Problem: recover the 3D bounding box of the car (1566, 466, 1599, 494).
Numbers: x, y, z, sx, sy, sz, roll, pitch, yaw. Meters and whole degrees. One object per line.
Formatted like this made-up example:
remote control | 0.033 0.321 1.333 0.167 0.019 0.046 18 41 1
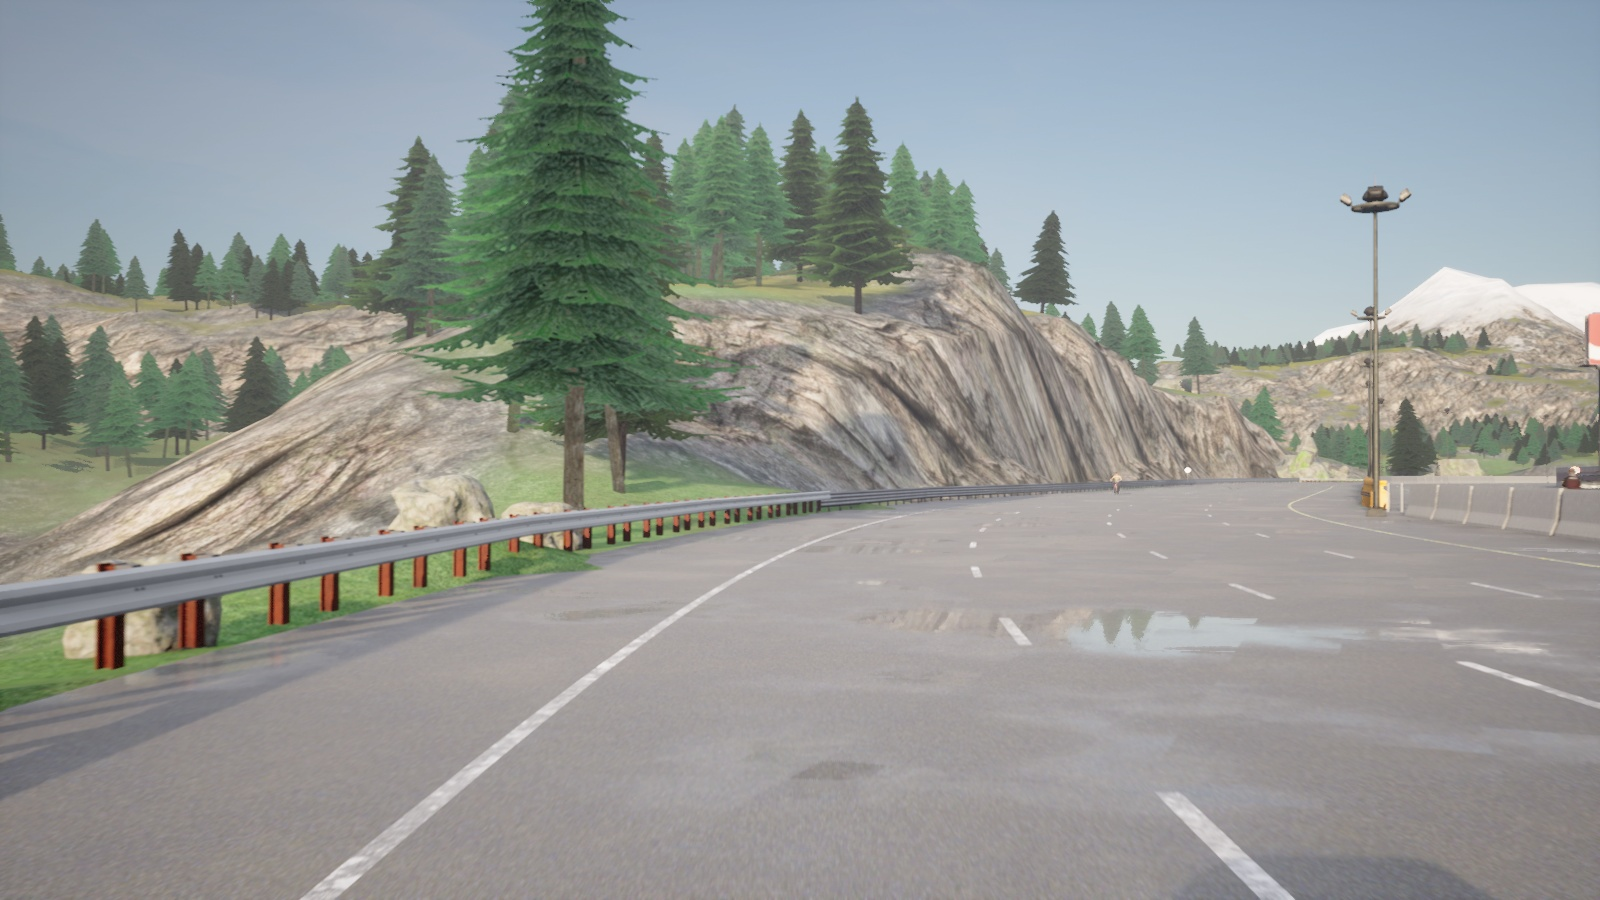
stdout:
car | 47.655 1.802 75.882 1.851 1.617 3.988 -1 -1 24
